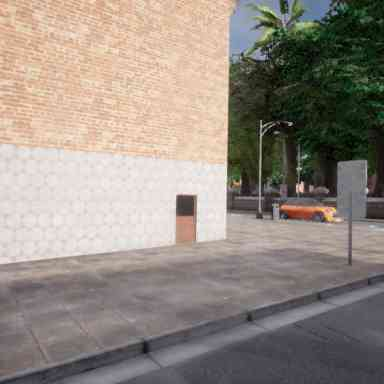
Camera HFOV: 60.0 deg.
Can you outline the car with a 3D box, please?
[{"bbox_3d":[8.754,1.345,24.608,2.097,1.767,4.553,2,-1,-35],"label":"car"}]
